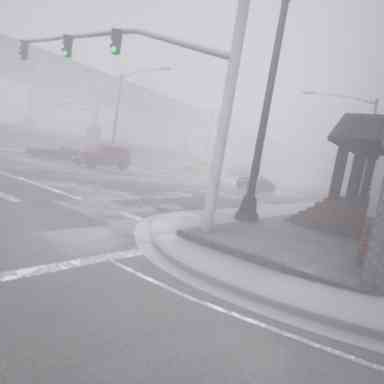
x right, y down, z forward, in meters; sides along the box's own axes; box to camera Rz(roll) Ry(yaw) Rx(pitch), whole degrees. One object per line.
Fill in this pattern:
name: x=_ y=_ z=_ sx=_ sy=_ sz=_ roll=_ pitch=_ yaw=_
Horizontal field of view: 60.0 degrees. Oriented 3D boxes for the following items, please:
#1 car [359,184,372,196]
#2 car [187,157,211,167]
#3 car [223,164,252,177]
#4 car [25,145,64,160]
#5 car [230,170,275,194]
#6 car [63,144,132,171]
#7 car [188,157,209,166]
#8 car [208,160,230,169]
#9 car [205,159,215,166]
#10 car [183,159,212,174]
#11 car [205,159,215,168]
car: x=31.052 y=0.108 z=57.674 sx=4.892 sy=1.490 sz=1.837 roll=8 pitch=2 yaw=-10
car: x=1.476 y=-6.806 z=75.316 sx=4.974 sy=1.542 sz=2.038 roll=8 pitch=7 yaw=-10
car: x=7.227 y=-2.978 z=48.276 sx=2.150 sy=2.045 sz=5.566 roll=14 pitch=8 yaw=36
car: x=-11.726 y=-3.362 z=28.704 sx=1.895 sy=1.301 sz=4.718 roll=14 pitch=8 yaw=36
car: x=5.684 y=-0.690 z=28.911 sx=2.128 sy=1.511 sz=4.902 roll=14 pitch=8 yaw=36
car: x=-7.618 y=-3.049 z=28.352 sx=2.150 sy=2.045 sz=5.566 roll=14 pitch=8 yaw=36
car: x=1.450 y=-6.967 z=75.289 sx=4.536 sy=1.218 sz=1.853 roll=8 pitch=7 yaw=-10
car: x=6.795 y=-6.936 z=83.792 sx=4.974 sy=1.542 sz=2.038 roll=6 pitch=7 yaw=-25
car: x=4.240 y=-6.957 z=79.055 sx=1.853 sy=1.218 sz=4.536 roll=9 pitch=7 yaw=0
car: x=0.786 y=-3.429 z=45.484 sx=1.882 sy=1.535 sz=5.008 roll=14 pitch=8 yaw=36
car: x=4.215 y=-6.796 z=79.022 sx=2.038 sy=1.542 sz=4.974 roll=9 pitch=7 yaw=0
